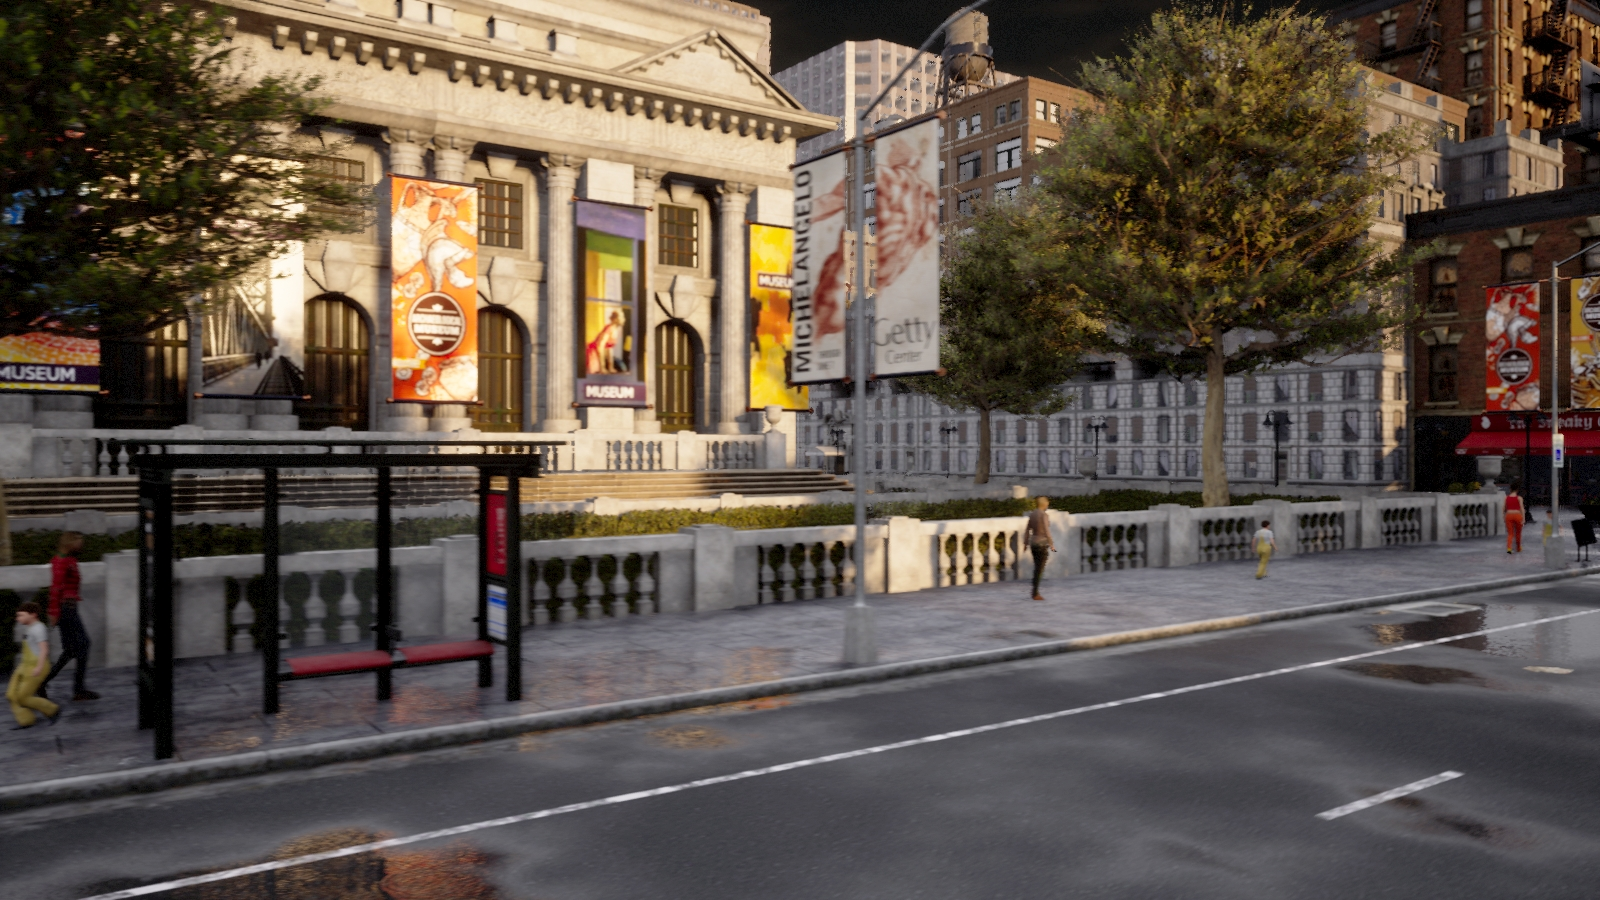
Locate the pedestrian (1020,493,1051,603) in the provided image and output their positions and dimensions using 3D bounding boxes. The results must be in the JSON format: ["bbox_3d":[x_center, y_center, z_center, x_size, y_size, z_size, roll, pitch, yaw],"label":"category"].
[{"bbox_3d":[4.113,1.695,19.926,0.375,1.860,0.375,0,0,-31],"label":"pedestrian"}]

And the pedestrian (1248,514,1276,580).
[{"bbox_3d":[9.447,1.974,23.362,0.375,1.300,0.375,0,0,-30],"label":"pedestrian"}]

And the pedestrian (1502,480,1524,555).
[{"bbox_3d":[17.961,1.694,28.771,0.375,1.860,0.375,0,0,-42],"label":"pedestrian"}]

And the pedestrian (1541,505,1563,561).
[{"bbox_3d":[17.985,1.974,27.338,0.375,1.300,0.375,0,0,44],"label":"pedestrian"}]

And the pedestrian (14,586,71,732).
[{"bbox_3d":[-7.238,1.976,10.915,0.375,1.300,0.375,0,0,42],"label":"pedestrian"}]

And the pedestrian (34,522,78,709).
[{"bbox_3d":[-7.727,1.696,11.862,0.375,1.860,0.375,0,0,-35],"label":"pedestrian"}]
